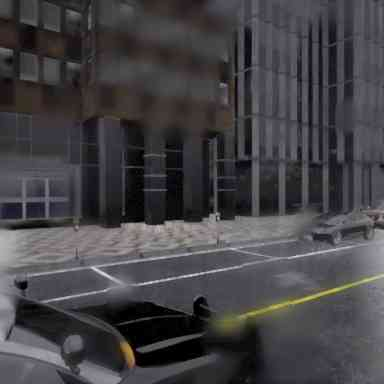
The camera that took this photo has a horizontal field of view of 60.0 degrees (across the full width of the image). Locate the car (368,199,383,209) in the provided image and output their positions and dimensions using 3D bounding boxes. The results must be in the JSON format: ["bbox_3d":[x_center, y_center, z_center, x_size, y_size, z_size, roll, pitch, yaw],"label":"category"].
[{"bbox_3d":[11.275,1.314,18.559,5.009,1.841,2.192,0,0,-35],"label":"car"}]

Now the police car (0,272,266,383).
[{"bbox_3d":[-1.614,1.425,2.282,5.238,1.638,1.930,0,0,-35],"label":"police car"}]

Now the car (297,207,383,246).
[{"bbox_3d":[6.687,1.565,15.285,4.313,1.339,1.947,0,0,-35],"label":"car"}]
